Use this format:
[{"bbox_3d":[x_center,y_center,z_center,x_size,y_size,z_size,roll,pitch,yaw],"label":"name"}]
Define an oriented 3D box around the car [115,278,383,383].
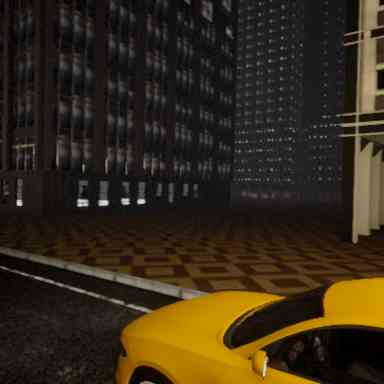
[{"bbox_3d":[1.539,1.476,2.587,5.008,1.535,1.882,0,0,36],"label":"car"}]
